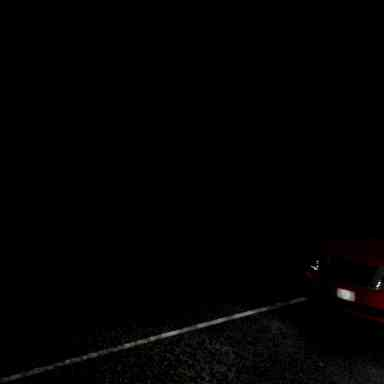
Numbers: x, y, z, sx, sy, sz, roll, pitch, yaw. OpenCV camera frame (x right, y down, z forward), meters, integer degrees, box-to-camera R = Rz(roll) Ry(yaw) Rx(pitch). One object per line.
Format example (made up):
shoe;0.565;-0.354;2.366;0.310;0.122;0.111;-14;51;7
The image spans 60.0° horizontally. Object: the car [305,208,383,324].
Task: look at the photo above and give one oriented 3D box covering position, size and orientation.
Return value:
car;4.759;1.252;6.588;5.566;2.045;2.150;0;-1;-31
